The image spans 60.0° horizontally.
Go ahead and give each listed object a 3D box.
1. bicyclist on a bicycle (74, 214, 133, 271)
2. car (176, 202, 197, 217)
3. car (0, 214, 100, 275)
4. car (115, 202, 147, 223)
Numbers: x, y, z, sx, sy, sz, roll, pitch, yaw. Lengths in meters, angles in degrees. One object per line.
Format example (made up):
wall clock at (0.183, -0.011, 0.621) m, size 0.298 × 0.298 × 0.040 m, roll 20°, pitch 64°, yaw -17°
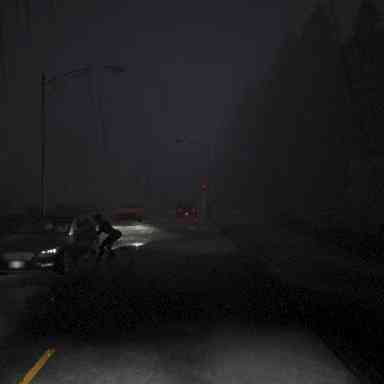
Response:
bicyclist on a bicycle at (-2.510, 1.452, 9.416) m, size 1.656 × 1.620 × 0.582 m, roll 0°, pitch 0°, yaw -1°
car at (-0.500, 1.601, 30.971) m, size 1.895 × 1.301 × 4.718 m, roll 0°, pitch 0°, yaw -1°
car at (-4.285, 1.492, 10.484) m, size 2.128 × 1.511 × 4.902 m, roll 0°, pitch 0°, yaw -1°
car at (-4.570, 1.477, 25.400) m, size 1.882 × 1.535 × 5.008 m, roll 0°, pitch 0°, yaw -1°
